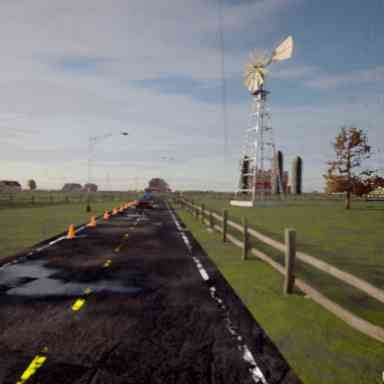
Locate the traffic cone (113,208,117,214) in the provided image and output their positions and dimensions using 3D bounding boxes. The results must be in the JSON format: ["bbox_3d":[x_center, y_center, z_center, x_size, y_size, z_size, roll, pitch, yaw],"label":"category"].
[{"bbox_3d":[-6.981,1.669,30.179,0.340,0.580,0.340,1,0,-6],"label":"traffic cone"}]

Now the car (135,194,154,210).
[{"bbox_3d":[-5.525,1.288,38.770,1.994,1.385,4.181,1,0,-6],"label":"car"}]

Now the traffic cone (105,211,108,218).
[{"bbox_3d":[-6.496,1.698,25.202,0.340,0.580,0.340,1,0,-6],"label":"traffic cone"}]

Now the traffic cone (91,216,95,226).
[{"bbox_3d":[-6.011,1.728,20.225,0.340,0.580,0.340,1,0,-6],"label":"traffic cone"}]

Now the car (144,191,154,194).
[{"bbox_3d":[-10.935,0.668,85.058,2.150,2.045,5.566,1,0,-4],"label":"car"}]

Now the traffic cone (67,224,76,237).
[{"bbox_3d":[-5.525,1.758,15.249,0.340,0.580,0.340,1,0,-6],"label":"traffic cone"}]

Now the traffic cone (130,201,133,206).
[{"bbox_3d":[-8.439,1.585,45.108,0.340,0.580,0.340,1,0,-6],"label":"traffic cone"}]
